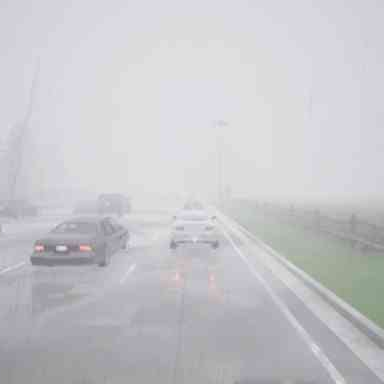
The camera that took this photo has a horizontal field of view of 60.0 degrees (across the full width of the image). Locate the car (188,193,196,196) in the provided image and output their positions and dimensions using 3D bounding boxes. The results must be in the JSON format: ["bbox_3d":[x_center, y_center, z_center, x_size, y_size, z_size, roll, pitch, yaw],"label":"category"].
[{"bbox_3d":[0.007,1.340,73.550,1.895,1.301,4.718,0,0,0],"label":"car"}]

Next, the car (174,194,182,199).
[{"bbox_3d":[-3.498,1.149,83.196,1.895,1.301,4.718,0,0,0],"label":"car"}]

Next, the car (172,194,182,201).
[{"bbox_3d":[-3.493,1.246,73.553,1.837,1.490,4.892,0,0,0],"label":"car"}]

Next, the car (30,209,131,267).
[{"bbox_3d":[-3.402,1.510,11.188,2.033,1.411,5.357,0,0,0],"label":"car"}]

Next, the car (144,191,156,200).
[{"bbox_3d":[-10.500,0.795,83.591,2.150,2.045,5.566,0,0,0],"label":"car"}]

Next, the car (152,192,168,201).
[{"bbox_3d":[-6.993,1.270,73.521,2.128,1.511,4.902,0,0,0],"label":"car"}]

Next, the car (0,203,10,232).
[{"bbox_3d":[-10.399,1.455,14.641,1.837,1.490,4.892,0,0,0],"label":"car"}]

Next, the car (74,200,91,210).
[{"bbox_3d":[-10.398,1.450,33.626,1.994,1.385,4.181,0,0,0],"label":"car"}]

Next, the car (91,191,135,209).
[{"bbox_3d":[-6.898,1.122,29.756,2.150,2.045,5.566,0,0,0],"label":"car"}]

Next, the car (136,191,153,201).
[{"bbox_3d":[-10.493,1.100,73.490,2.097,1.767,4.553,0,0,0],"label":"car"}]

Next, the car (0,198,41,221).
[{"bbox_3d":[-13.895,1.264,26.448,2.097,1.767,4.553,0,0,0],"label":"car"}]

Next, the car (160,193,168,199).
[{"bbox_3d":[-7.000,1.070,83.572,1.837,1.490,4.892,0,0,0],"label":"car"}]

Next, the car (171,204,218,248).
[{"bbox_3d":[0.099,1.477,14.422,1.812,1.442,4.674,0,0,0],"label":"car"}]

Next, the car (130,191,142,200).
[{"bbox_3d":[-14.000,0.795,83.581,2.150,2.045,5.566,0,0,0],"label":"car"}]

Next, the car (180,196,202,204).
[{"bbox_3d":[0.104,1.450,33.871,1.994,1.385,4.181,0,0,0],"label":"car"}]

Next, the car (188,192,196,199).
[{"bbox_3d":[0.000,0.925,83.561,2.097,1.767,4.553,0,0,0],"label":"car"}]
